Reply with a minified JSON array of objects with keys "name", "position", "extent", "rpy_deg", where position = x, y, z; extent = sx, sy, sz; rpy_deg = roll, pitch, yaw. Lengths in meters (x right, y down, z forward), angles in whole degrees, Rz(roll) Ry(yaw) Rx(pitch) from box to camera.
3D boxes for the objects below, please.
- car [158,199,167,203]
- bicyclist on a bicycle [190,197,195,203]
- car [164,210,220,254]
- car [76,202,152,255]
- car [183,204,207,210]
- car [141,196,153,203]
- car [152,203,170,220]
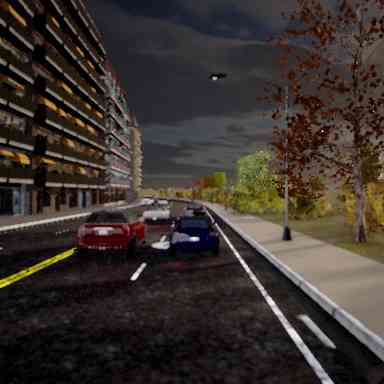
[{"name":"car","position":[-6.248,2.212,71.008],"extent":[1.812,1.442,4.674],"rpy_deg":[0,-1,-1]},{"name":"bicyclist on a bicycle","position":[0.432,2.246,89.809],"extent":[0.659,1.776,1.843],"rpy_deg":[0,0,-3]},{"name":"car","position":[0.108,1.701,14.172],"extent":[1.994,1.385,4.181],"rpy_deg":[0,-1,1]},{"name":"car","position":[-3.146,1.483,13.993],"extent":[2.097,1.767,4.553],"rpy_deg":[0,-1,1]},{"name":"car","position":[0.261,1.774,29.180],"extent":[2.128,1.511,4.902],"rpy_deg":[0,0,1]},{"name":"car","position":[-9.496,1.913,70.862],"extent":[2.150,2.045,5.566],"rpy_deg":[0,-1,-1]},{"name":"car","position":[-2.993,1.880,29.013],"extent":[1.895,1.301,4.718],"rpy_deg":[0,-1,1]}]
